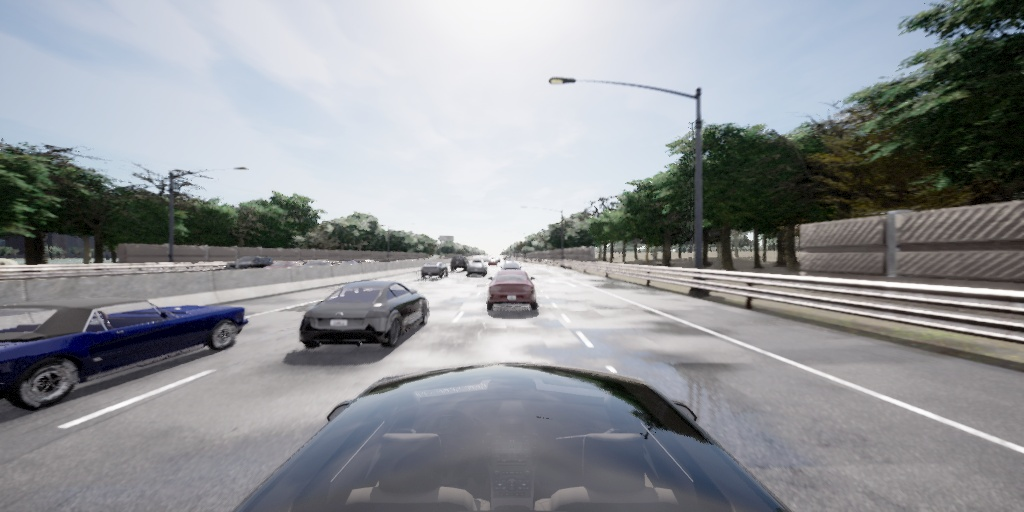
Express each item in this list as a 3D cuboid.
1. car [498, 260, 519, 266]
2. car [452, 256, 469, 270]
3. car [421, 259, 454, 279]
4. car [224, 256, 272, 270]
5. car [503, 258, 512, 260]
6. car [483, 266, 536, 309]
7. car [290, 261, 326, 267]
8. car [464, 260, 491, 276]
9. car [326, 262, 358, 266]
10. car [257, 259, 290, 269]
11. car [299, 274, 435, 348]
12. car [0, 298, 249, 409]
[{"bbox_3d":[-0.085,1.323,31.657,1.812,1.442,4.674,0,0,0],"label":"car"},{"bbox_3d":[-7.227,1.048,50.107,2.150,2.045,5.566,0,0,-1],"label":"car"},{"bbox_3d":[-7.094,1.294,33.264,2.128,1.511,4.902,0,0,0],"label":"car"},{"bbox_3d":[-28.197,1.038,38.823,2.150,2.045,5.566,0,0,0],"label":"car"},{"bbox_3d":[-0.274,1.377,54.816,2.033,1.411,5.357,0,0,-1],"label":"car"},{"bbox_3d":[-0.016,1.296,14.864,1.812,1.442,4.674,0,0,0],"label":"car"},{"bbox_3d":[-21.203,1.292,38.741,1.882,1.535,5.008,0,0,0],"label":"car"},{"bbox_3d":[-3.626,1.373,38.048,1.994,1.385,4.181,0,0,0],"label":"car"},{"bbox_3d":[-17.705,1.339,38.760,1.812,1.442,4.674,0,0,0],"label":"car"},{"bbox_3d":[-24.700,1.341,38.680,1.812,1.442,4.674,0,0,0],"label":"car"},{"bbox_3d":[-3.504,1.326,9.261,1.994,1.385,4.181,0,0,0],"label":"car"},{"bbox_3d":[-7.000,1.359,6.097,1.895,1.301,4.718,0,0,0],"label":"car"}]
